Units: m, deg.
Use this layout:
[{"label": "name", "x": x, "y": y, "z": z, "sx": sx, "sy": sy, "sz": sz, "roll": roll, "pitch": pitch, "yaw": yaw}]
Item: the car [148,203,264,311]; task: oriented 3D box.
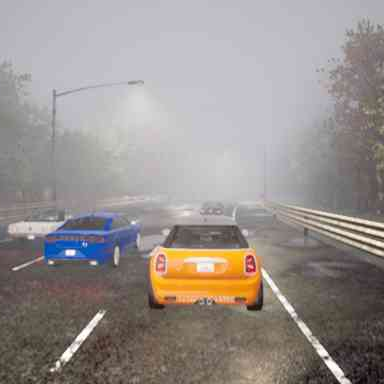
[{"label": "car", "x": 0.322, "y": 1.312, "z": 7.875, "sx": 2.097, "sy": 1.767, "sz": 4.553, "roll": 0, "pitch": 0, "yaw": 2}]

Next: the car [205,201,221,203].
[{"label": "car", "x": 1.681, "y": 1.416, "z": 26.487, "sx": 2.033, "sy": 1.411, "sz": 5.357, "roll": 0, "pitch": 0, "yaw": 8}]

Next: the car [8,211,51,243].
[{"label": "car", "x": -6.306, "y": 1.511, "z": 15.549, "sx": 1.895, "sy": 1.301, "sz": 4.718, "roll": 0, "pitch": 0, "yaw": 4}]

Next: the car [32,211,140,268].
[{"label": "car", "x": -3.044, "y": 1.417, "z": 11.149, "sx": 1.882, "sy": 1.535, "sz": 5.008, "roll": 0, "pitch": 0, "yaw": 3}]
